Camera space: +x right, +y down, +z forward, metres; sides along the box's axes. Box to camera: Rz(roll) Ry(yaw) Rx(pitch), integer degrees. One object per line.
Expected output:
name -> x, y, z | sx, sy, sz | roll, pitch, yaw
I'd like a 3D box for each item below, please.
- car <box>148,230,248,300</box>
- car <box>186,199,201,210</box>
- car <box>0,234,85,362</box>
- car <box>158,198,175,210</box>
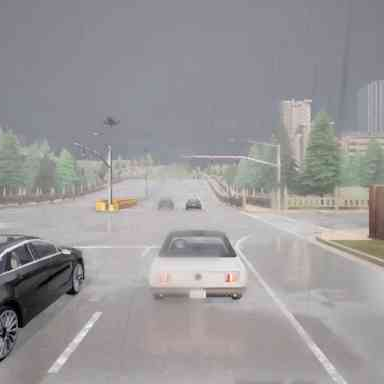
car -> 0.117, 1.601, 8.358 | 1.895, 1.301, 4.718 | 0, 0, 0
car -> 0.197, 1.564, 43.161 | 1.994, 1.385, 4.181 | 0, 0, 0
car -> -3.387, 1.492, 5.824 | 2.128, 1.511, 4.902 | 0, 0, 0
car -> -3.306, 1.505, 43.134 | 1.837, 1.490, 4.892 | 0, 0, 0
